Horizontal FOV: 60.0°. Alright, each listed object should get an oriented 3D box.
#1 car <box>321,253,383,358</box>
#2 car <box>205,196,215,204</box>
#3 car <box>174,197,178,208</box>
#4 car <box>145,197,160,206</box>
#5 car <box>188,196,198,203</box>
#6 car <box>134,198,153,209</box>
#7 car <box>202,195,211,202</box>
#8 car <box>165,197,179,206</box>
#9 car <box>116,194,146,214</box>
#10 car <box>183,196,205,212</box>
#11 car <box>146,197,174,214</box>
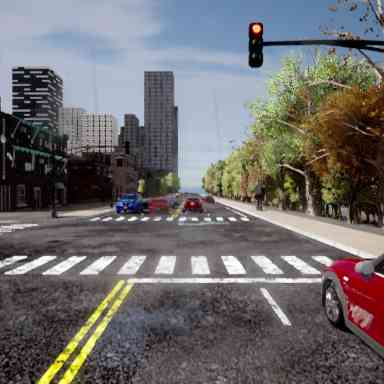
[{"bbox_3d":[3.350,1.350,4.140,2.097,1.767,4.553,0,0,0],"label":"car"},{"bbox_3d":[3.373,1.440,65.312,1.882,1.535,5.008,0,0,0],"label":"car"},{"bbox_3d":[-3.315,1.523,45.409,2.033,1.411,5.357,0,0,0],"label":"car"},{"bbox_3d":[-6.551,1.533,55.537,1.994,1.385,4.181,0,0,1],"label":"car"},{"bbox_3d":[0.121,1.525,66.840,1.994,1.385,4.181,0,0,0],"label":"car"},{"bbox_3d":[-6.567,1.576,45.508,1.895,1.301,4.718,0,0,0],"label":"car"},{"bbox_3d":[3.279,1.507,75.455,1.994,1.385,4.181,0,0,0],"label":"car"},{"bbox_3d":[-3.303,1.516,55.982,2.033,1.411,5.357,0,0,0],"label":"car"},{"bbox_3d":[-6.571,1.203,35.761,2.150,2.045,5.566,0,0,0],"label":"car"},{"bbox_3d":[0.090,1.331,38.395,2.097,1.767,4.553,0,0,0],"label":"car"},{"bbox_3d":[-3.324,1.459,35.510,1.882,1.535,5.008,0,0,0],"label":"car"}]
